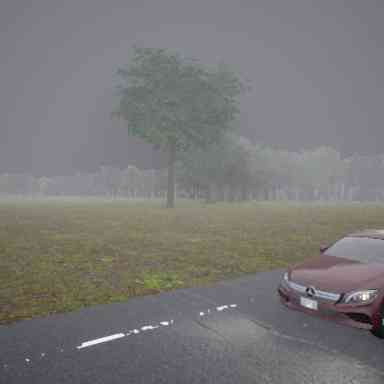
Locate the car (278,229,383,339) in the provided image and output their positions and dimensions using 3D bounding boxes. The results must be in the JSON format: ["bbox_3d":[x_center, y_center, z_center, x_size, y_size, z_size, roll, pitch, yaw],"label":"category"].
[{"bbox_3d":[3.769,1.532,6.692,4.674,1.442,1.812,0,0,-36],"label":"car"}]
